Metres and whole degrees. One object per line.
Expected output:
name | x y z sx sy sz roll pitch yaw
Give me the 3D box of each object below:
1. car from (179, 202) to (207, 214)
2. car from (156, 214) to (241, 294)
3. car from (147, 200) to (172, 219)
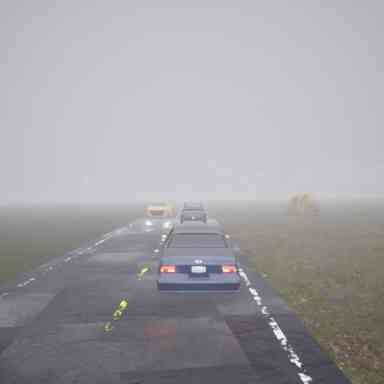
car | 0.100 1.498 24.427 2.128 1.511 4.902 0 0 0
car | 0.113 1.549 8.962 2.033 1.411 5.357 0 0 0
car | -2.803 1.487 29.326 1.882 1.535 5.008 0 0 0
